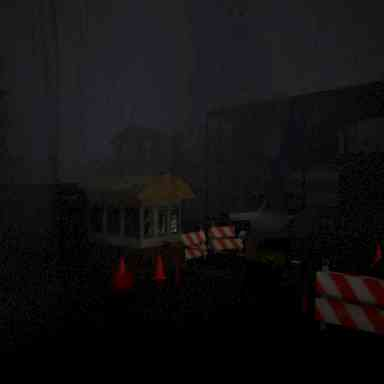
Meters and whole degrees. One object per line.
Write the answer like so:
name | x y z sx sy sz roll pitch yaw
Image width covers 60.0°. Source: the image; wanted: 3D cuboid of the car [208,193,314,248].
car | 2.698 0.985 12.682 3.866 1.878 1.905 0 0 -18
